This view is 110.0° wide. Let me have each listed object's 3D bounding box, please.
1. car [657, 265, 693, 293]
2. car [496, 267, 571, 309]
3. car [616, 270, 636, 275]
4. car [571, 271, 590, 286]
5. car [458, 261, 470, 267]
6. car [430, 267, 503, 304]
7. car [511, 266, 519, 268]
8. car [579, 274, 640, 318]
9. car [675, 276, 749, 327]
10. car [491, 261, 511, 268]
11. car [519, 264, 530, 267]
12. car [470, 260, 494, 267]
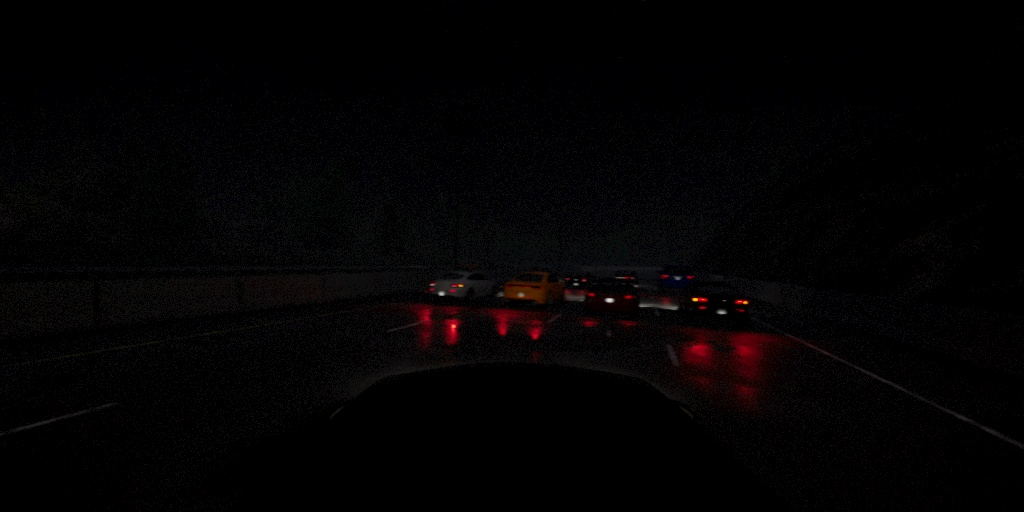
[{"bbox_3d":[12.078,1.678,26.621,2.150,2.045,5.566,1,-1,20],"label":"car"},{"bbox_3d":[1.216,1.475,16.875,1.882,1.535,5.008,1,-1,20],"label":"car"},{"bbox_3d":[9.144,1.891,28.802,2.128,1.511,4.902,1,-1,20],"label":"car"},{"bbox_3d":[5.633,1.904,29.393,1.895,1.301,4.718,1,-1,20],"label":"car"},{"bbox_3d":[-7.931,1.748,64.658,2.097,1.767,4.553,1,-1,20],"label":"car"},{"bbox_3d":[-2.241,1.431,17.610,1.812,1.442,4.674,1,-1,20],"label":"car"},{"bbox_3d":[1.945,2.165,61.162,1.812,1.442,4.674,1,-1,20],"label":"car"},{"bbox_3d":[4.239,1.625,14.948,1.994,1.385,4.181,1,-1,20],"label":"car"},{"bbox_3d":[7.452,1.662,13.548,1.812,1.442,4.674,1,-1,20],"label":"car"},{"bbox_3d":[-1.357,2.062,62.302,1.837,1.490,4.892,1,-1,20],"label":"car"},{"bbox_3d":[2.549,1.729,31.144,2.128,1.511,4.902,1,-1,20],"label":"car"},{"bbox_3d":[-4.661,1.696,63.401,2.150,2.045,5.566,1,-1,20],"label":"car"}]
